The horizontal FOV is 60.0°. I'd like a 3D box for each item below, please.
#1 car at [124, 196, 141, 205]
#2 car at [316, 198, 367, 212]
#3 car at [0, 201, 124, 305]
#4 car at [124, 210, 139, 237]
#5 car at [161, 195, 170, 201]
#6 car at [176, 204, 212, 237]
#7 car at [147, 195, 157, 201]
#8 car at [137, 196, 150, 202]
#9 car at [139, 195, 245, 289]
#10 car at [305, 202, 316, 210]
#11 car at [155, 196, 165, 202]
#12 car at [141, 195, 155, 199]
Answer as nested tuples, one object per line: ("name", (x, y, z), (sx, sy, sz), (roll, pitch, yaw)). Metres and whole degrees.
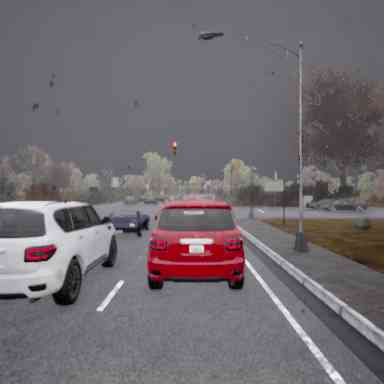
("car", (-10.631, 1.484, 57.980), (1.837, 1.490, 4.892), (0, 1, 0))
("car", (17.027, 1.491, 37.439), (4.892, 1.490, 1.837), (0, 0, 3))
("car", (-3.408, 1.219, 8.195), (2.150, 2.045, 5.566), (0, 0, 0))
("car", (-3.417, 1.595, 17.962), (1.895, 1.301, 4.718), (0, 0, 0))
("car", (-7.080, 1.554, 88.549), (1.895, 1.301, 4.718), (0, 0, 0))
("car", (0.082, 1.520, 18.950), (1.812, 1.442, 4.674), (0, 0, 0))
("car", (-10.580, 1.484, 88.586), (2.128, 1.511, 4.902), (0, 0, 0))
("car", (-10.573, 1.516, 73.256), (2.033, 1.411, 5.357), (0, 0, 0))
("car", (0.088, 1.218, 9.256), (2.150, 2.045, 5.566), (0, 0, 0))
("car", (16.851, 1.533, 40.949), (5.357, 1.411, 2.033), (0, 0, 3))
("car", (-7.074, 1.571, 73.488), (1.895, 1.301, 4.718), (0, 0, 0))
("car", (-7.133, 1.528, 58.051), (2.033, 1.411, 5.357), (0, 0, 0))
